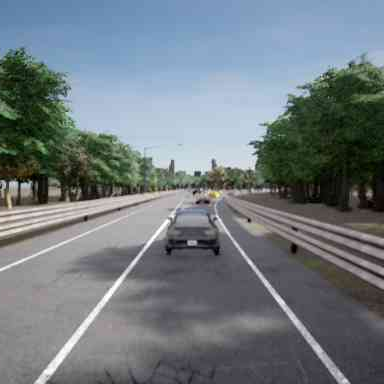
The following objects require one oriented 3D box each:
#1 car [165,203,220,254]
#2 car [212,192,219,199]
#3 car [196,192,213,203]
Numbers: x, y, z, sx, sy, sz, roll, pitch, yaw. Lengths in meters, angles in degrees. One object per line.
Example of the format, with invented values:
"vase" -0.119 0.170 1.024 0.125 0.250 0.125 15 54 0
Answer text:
"car" 0.027 1.375 12.565 1.812 1.442 4.674 0 1 0
"car" 4.892 0.649 73.864 1.882 1.535 5.008 0 1 9
"car" 1.671 1.046 47.346 1.895 1.301 4.718 0 1 5
